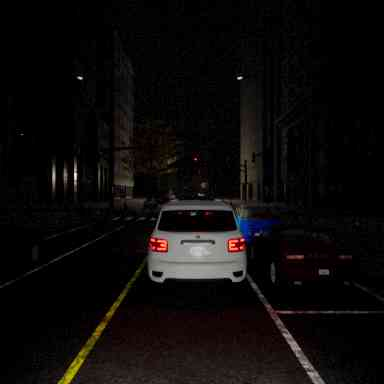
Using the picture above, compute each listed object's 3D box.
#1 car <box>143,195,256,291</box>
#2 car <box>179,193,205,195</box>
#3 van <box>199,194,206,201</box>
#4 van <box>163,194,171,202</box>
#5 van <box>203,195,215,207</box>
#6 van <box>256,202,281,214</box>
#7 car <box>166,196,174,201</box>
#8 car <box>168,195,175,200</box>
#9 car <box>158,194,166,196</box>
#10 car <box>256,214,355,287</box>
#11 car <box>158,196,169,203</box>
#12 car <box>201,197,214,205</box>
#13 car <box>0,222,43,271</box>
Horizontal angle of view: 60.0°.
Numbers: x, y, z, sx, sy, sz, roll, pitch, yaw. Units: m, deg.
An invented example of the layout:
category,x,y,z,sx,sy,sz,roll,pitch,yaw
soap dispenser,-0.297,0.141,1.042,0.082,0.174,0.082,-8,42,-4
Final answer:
category,x,y,z,sx,sy,sz,roll,pitch,yaw
car,0.096,1.223,9.171,2.150,2.045,5.566,0,0,0
car,0.071,1.226,19.532,2.150,2.045,5.566,0,0,0
van,2.642,1.411,85.189,1.690,1.788,3.998,0,0,0
van,-5.874,1.402,79.036,1.690,1.788,3.998,0,0,0
van,2.689,1.369,52.710,1.690,1.788,3.998,0,0,0
van,2.758,1.344,14.725,1.690,1.788,3.998,0,0,0
car,-5.890,1.643,89.613,1.947,1.339,4.313,0,0,0
car,-5.897,1.611,94.733,1.752,1.417,4.829,0,0,0
car,-5.844,1.578,57.880,1.887,1.381,4.507,0,0,0
car,2.765,1.546,9.200,1.887,1.381,4.507,0,0,0
car,-5.859,1.597,68.458,2.008,1.369,4.403,0,0,0
car,2.681,1.600,58.123,1.947,1.339,4.313,0,0,0
car,-5.790,1.546,9.206,1.887,1.381,4.507,0,0,0
